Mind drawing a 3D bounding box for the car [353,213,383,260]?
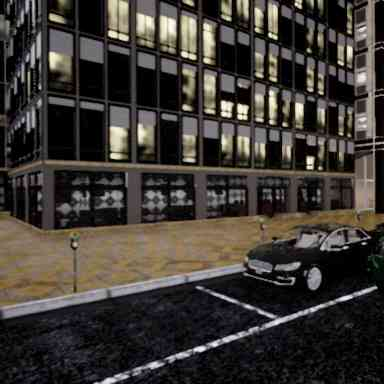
[{"bbox_3d":[7.834,1.490,11.877,4.313,1.339,1.947,0,0,-36],"label":"car"}]

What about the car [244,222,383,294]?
[{"bbox_3d":[3.255,1.507,8.606,4.403,1.369,2.008,0,0,-36],"label":"car"}]

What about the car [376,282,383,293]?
[{"bbox_3d":[6.246,1.171,7.424,5.566,2.045,2.150,0,0,-35],"label":"car"}]
